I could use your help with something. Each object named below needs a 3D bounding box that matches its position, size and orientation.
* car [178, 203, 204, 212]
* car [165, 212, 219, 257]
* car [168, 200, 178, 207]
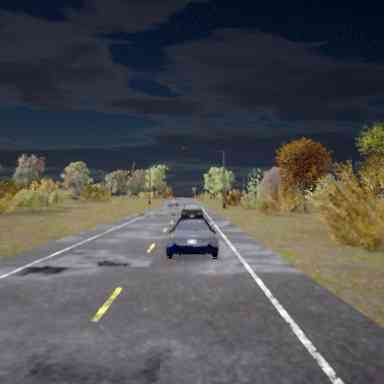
[{"bbox_3d":[0.024,1.788,29.261,1.882,1.535,5.008,0,0,0],"label":"car"},{"bbox_3d":[0.019,1.707,13.511,1.994,1.385,4.181,0,-1,0],"label":"car"},{"bbox_3d":[-3.538,2.230,64.593,1.812,1.442,4.674,0,-1,0],"label":"car"}]
